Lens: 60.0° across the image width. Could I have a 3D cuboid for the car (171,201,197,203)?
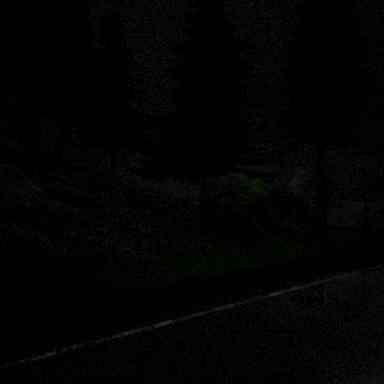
[{"bbox_3d":[-0.673,1.690,48.787,1.837,1.490,4.892,0,0,-36],"label":"car"}]
